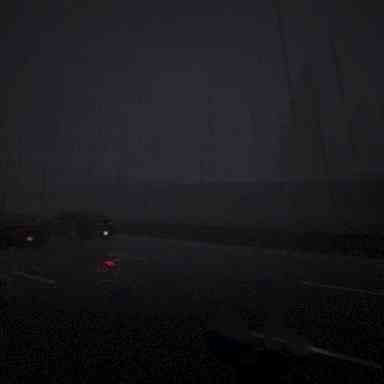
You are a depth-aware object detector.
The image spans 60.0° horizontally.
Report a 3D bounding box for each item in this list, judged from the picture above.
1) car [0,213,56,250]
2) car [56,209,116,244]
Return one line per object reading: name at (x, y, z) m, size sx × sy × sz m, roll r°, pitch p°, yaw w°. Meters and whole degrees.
car at (-8.107, 1.619, 13.962) m, size 5.008 × 1.535 × 1.882 m, roll 0°, pitch 0°, yaw 36°
car at (-5.934, 1.647, 16.709) m, size 4.892 × 1.490 × 1.837 m, roll 0°, pitch 0°, yaw 36°
